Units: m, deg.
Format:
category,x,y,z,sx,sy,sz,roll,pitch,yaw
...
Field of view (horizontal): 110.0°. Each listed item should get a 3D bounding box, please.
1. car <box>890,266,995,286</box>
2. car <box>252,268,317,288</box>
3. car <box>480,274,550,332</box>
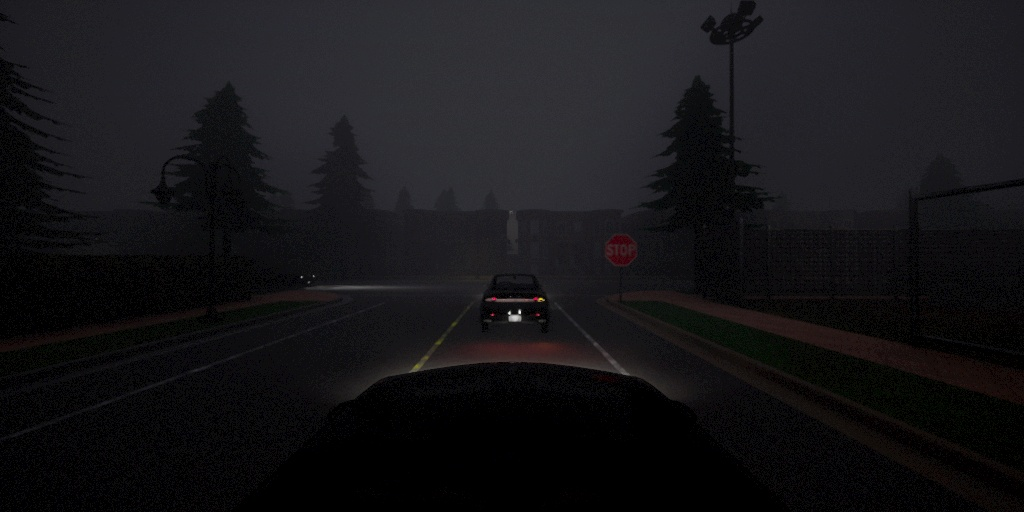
category,x,y,z,sx,sy,sz,roll,pitch,yaw
car,28.936,1.403,24.223,5.357,1.411,2.033,0,0,0
car,-15.805,1.454,23.993,4.718,1.301,1.895,0,0,0
car,0.085,1.295,11.100,2.128,1.511,4.902,0,0,0
